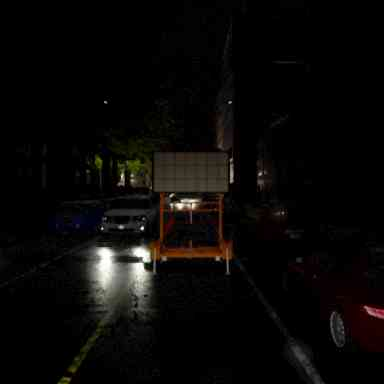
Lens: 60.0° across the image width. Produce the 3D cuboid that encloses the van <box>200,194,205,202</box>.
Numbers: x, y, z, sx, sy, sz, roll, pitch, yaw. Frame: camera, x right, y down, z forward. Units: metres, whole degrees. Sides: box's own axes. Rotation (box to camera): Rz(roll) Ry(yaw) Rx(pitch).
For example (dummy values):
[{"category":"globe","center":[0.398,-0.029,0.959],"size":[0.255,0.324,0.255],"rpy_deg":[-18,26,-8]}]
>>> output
[{"category":"van","center":[2.688,1.215,56.770],"size":[1.690,1.788,3.998],"rpy_deg":[0,0,0]}]

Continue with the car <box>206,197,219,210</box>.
[{"category":"car","center":[2.756,1.519,34.129],"size":[1.802,1.307,4.206],"rpy_deg":[0,0,0]}]

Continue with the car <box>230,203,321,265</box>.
[{"category":"car","center":[2.822,1.298,11.487],"size":[2.192,1.841,5.009],"rpy_deg":[0,0,0]}]

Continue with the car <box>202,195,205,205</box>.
[{"category":"car","center":[2.722,1.452,45.450],"size":[1.887,1.381,4.507],"rpy_deg":[0,0,0]}]

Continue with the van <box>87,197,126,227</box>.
[{"category":"van","center":[-5.737,1.304,22.757],"size":[1.690,1.788,3.998],"rpy_deg":[0,0,0]}]

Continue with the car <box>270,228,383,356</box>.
[{"category":"car","center":[2.840,1.574,5.826],"size":[1.802,1.307,4.206],"rpy_deg":[0,0,0]}]

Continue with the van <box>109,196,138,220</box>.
[{"category":"van","center":[-5.753,1.291,28.415],"size":[1.690,1.788,3.998],"rpy_deg":[0,0,0]}]

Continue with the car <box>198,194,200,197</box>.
[{"category":"car","center":[2.672,1.422,62.431],"size":[1.947,1.339,4.313],"rpy_deg":[0,0,0]}]

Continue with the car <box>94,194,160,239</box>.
[{"category":"car","center":[-3.150,1.194,17.526],"size":[2.150,2.045,5.566],"rpy_deg":[0,0,0]}]

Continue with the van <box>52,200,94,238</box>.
[{"category":"van","center":[-5.719,1.315,17.099],"size":[1.690,1.788,3.998],"rpy_deg":[0,0,0]}]

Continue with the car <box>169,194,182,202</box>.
[{"category":"car","center":[-3.203,1.369,66.314],"size":[1.812,1.442,4.674],"rpy_deg":[0,0,0]}]

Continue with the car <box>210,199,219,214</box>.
[{"category":"car","center":[2.773,1.532,28.468],"size":[1.802,1.307,4.206],"rpy_deg":[0,0,0]}]

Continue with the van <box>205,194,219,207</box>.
[{"category":"van","center":[2.738,1.264,39.789],"size":[1.690,1.788,3.998],"rpy_deg":[0,0,0]}]

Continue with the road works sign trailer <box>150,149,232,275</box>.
[{"category":"road works sign trailer","center":[-0.029,0.450,10.431],"size":[2.380,3.560,2.880],"rpy_deg":[0,0,0]}]

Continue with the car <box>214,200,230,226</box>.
[{"category":"car","center":[2.790,1.507,22.808],"size":[1.887,1.381,4.507],"rpy_deg":[0,0,0]}]
